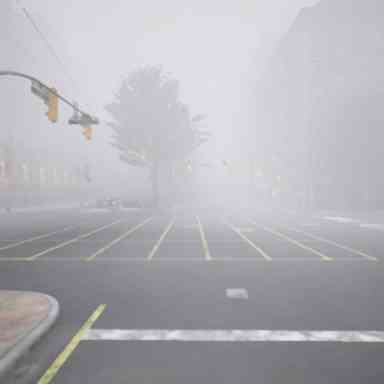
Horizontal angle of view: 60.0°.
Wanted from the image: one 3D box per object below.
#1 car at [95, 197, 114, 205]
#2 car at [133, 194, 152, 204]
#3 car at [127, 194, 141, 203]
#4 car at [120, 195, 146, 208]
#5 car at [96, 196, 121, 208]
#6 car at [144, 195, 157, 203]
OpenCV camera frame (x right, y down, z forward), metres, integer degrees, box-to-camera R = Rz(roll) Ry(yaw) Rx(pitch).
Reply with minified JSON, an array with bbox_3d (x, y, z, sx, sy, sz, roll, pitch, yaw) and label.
[{"bbox_3d":[-14.736,1.483,56.281,1.895,1.301,4.718,0,0,0],"label":"car"},{"bbox_3d":[-8.005,1.418,54.318,1.812,1.442,4.674,0,0,1],"label":"car"},{"bbox_3d":[-11.484,1.221,66.414,2.097,1.767,4.553,0,0,0],"label":"car"},{"bbox_3d":[-8.061,1.473,45.801,1.994,1.385,4.181,0,0,1],"label":"car"},{"bbox_3d":[-11.557,1.399,46.481,2.128,1.511,4.902,0,0,0],"label":"car"},{"bbox_3d":[-7.985,1.377,64.648,1.837,1.490,4.892,0,0,0],"label":"car"}]
